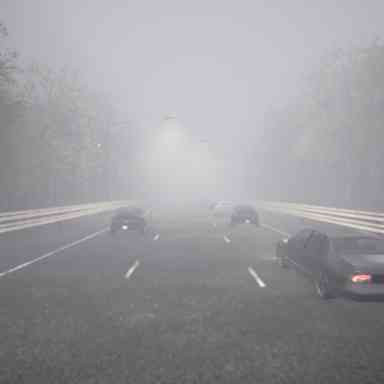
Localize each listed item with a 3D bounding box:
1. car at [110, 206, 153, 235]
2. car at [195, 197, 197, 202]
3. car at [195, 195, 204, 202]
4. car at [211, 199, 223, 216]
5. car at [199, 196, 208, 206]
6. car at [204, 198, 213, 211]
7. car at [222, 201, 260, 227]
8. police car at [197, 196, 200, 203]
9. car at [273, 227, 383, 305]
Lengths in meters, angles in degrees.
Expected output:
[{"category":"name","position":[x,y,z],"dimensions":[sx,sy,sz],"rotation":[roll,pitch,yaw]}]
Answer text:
[{"category":"car","position":[-3.486,1.590,19.601],"dimensions":[1.837,1.490,4.892],"rotation":[0,0,0]},{"category":"car","position":[2.304,1.851,77.990],"dimensions":[2.033,1.411,5.357],"rotation":[0,0,-2]},{"category":"car","position":[1.946,1.772,89.021],"dimensions":[2.033,1.649,4.856],"rotation":[0,0,-2]},{"category":"car","position":[3.270,1.667,33.851],"dimensions":[1.812,1.442,4.674],"rotation":[0,0,-1]},{"category":"car","position":[2.880,1.729,55.953],"dimensions":[2.163,1.488,4.792],"rotation":[0,0,-1]},{"category":"car","position":[3.098,1.784,44.917],"dimensions":[1.895,1.301,4.718],"rotation":[0,0,-1]},{"category":"car","position":[3.481,1.606,23.438],"dimensions":[1.837,1.490,4.892],"rotation":[0,0,0]},{"category":"police car","position":[2.614,1.690,67.067],"dimensions":[1.930,1.638,5.238],"rotation":[0,0,-1]},{"category":"car","position":[3.580,1.585,8.378],"dimensions":[2.033,1.411,5.357],"rotation":[0,0,-1]}]
